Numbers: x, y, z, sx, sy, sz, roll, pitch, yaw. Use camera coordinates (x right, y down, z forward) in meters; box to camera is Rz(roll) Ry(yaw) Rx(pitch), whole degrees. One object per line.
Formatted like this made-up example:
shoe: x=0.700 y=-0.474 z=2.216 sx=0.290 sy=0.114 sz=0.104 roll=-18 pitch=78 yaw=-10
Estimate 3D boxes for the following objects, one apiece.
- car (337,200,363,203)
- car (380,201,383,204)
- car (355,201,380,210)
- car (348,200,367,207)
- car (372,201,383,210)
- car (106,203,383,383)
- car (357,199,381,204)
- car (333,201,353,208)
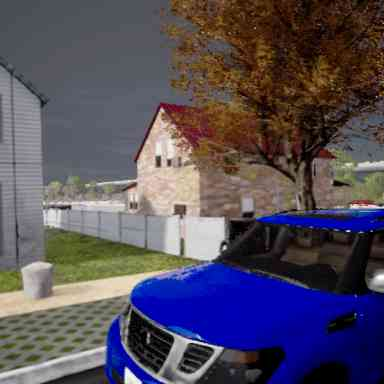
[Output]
car: x=26.632 y=2.605 z=56.936 sx=2.128 sy=1.511 sz=4.902 roll=-1 pitch=-1 yaw=1
car: x=26.455 y=2.242 z=42.015 sx=2.097 sy=1.767 sz=4.553 roll=-1 pitch=-1 yaw=1
car: x=33.235 y=2.578 z=63.127 sx=2.128 sy=1.511 sz=4.902 roll=-1 pitch=-1 yaw=0
car: x=36.568 y=2.538 z=73.521 sx=1.837 sy=1.490 sz=4.892 roll=-1 pitch=-1 yaw=0
car: x=36.481 y=2.498 z=63.095 sx=2.128 sy=1.511 sz=4.902 roll=-1 pitch=-1 yaw=0
car: x=1.778 y=1.271 z=4.354 sx=5.566 sy=2.045 sz=2.150 roll=1 pitch=-1 yaw=-35
car: x=29.889 y=2.259 z=56.898 sx=2.150 sy=2.045 sz=5.566 roll=-1 pitch=-1 yaw=1
car: x=33.320 y=2.653 z=73.548 sx=2.033 sy=1.411 sz=5.357 roll=-1 pitch=-1 yaw=0
